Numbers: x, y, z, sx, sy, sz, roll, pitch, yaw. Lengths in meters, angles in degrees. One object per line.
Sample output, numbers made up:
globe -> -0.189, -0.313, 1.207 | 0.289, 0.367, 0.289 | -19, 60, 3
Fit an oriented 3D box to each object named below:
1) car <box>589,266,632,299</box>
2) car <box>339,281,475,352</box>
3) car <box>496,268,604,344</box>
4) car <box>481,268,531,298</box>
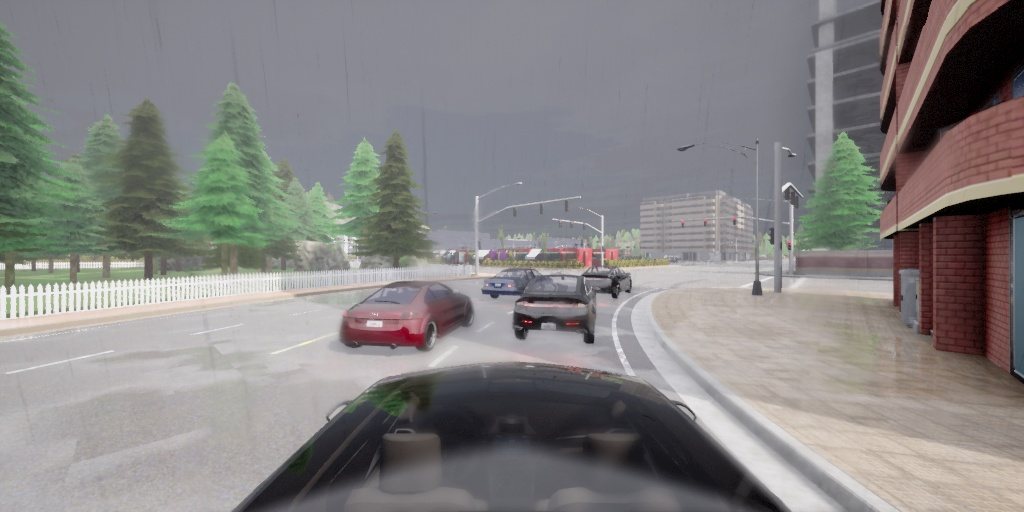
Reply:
car -> 4.834, 1.236, 18.319 | 2.128, 1.511, 4.902 | 1, 1, 29
car -> -2.367, 1.314, 9.086 | 1.994, 1.385, 4.181 | 0, 0, 10
car -> 1.343, 1.242, 9.758 | 2.128, 1.511, 4.902 | 0, 0, 14
car -> 0.461, 1.297, 17.805 | 2.033, 1.411, 5.357 | 0, 0, 25
